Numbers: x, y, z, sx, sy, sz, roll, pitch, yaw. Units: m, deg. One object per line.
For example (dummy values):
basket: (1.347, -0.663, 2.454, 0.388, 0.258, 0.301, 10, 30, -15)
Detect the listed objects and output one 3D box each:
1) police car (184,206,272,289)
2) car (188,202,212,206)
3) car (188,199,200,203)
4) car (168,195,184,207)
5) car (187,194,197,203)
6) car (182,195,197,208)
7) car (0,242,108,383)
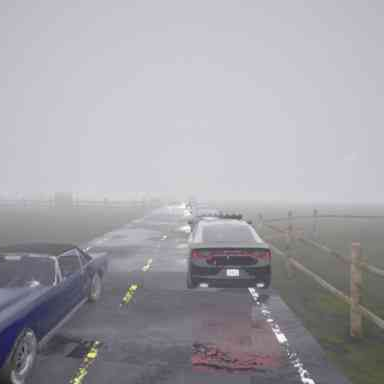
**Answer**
police car: (0.826, 1.424, 9.319, 1.930, 1.638, 5.238, 0, 0, 0)
car: (0.829, 1.523, 19.209, 1.812, 1.442, 4.674, 0, 0, 0)
car: (0.830, 1.523, 25.209, 1.812, 1.442, 4.674, 0, 0, 0)
car: (-2.737, 1.555, 52.434, 1.994, 1.385, 4.181, 0, 0, 0)
car: (0.018, 1.336, 66.929, 2.097, 1.767, 4.553, 0, 0, 0)
car: (0.039, 1.540, 45.761, 2.033, 1.411, 5.357, 0, 0, 1)
car: (-2.849, 1.601, 5.415, 1.895, 1.301, 4.718, 0, 0, 0)
